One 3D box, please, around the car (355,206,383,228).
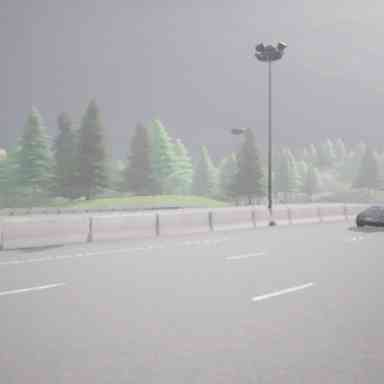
[{"bbox_3d":[12.217,1.562,21.065,4.181,1.385,1.994,0,0,-36],"label":"car"}]
